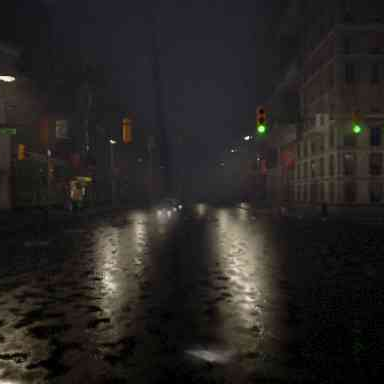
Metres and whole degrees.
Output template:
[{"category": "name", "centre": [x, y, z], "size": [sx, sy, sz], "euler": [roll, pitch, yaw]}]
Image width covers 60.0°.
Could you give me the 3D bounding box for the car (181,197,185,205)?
[{"category": "car", "centre": [-2.569, 1.783, 65.294], "size": [1.882, 1.535, 5.008], "euler": [0, 0, 10]}]

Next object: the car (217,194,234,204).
[{"category": "car", "centre": [7.180, 1.697, 72.860], "size": [2.097, 1.767, 4.553], "euler": [0, 0, 25]}]

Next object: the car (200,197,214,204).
[{"category": "car", "centre": [3.277, 1.865, 72.655], "size": [1.812, 1.442, 4.674], "euler": [0, 0, 22]}]

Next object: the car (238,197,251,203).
[{"category": "car", "centre": [12.573, 1.861, 81.560], "size": [1.882, 1.535, 5.008], "euler": [0, 0, 41]}]

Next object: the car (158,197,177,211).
[{"category": "car", "centre": [-3.500, 1.758, 45.007], "size": [2.033, 1.411, 5.357], "euler": [0, 0, 0]}]

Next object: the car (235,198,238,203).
[{"category": "car", "centre": [8.232, 1.597, 81.648], "size": [2.150, 2.045, 5.566], "euler": [0, 0, 38]}]

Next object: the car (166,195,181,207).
[{"category": "car", "centre": [-3.500, 1.480, 55.147], "size": [2.150, 2.045, 5.566], "euler": [0, 0, 0]}]
